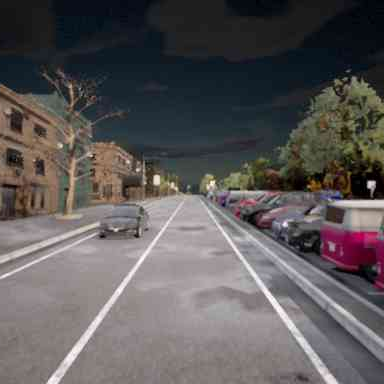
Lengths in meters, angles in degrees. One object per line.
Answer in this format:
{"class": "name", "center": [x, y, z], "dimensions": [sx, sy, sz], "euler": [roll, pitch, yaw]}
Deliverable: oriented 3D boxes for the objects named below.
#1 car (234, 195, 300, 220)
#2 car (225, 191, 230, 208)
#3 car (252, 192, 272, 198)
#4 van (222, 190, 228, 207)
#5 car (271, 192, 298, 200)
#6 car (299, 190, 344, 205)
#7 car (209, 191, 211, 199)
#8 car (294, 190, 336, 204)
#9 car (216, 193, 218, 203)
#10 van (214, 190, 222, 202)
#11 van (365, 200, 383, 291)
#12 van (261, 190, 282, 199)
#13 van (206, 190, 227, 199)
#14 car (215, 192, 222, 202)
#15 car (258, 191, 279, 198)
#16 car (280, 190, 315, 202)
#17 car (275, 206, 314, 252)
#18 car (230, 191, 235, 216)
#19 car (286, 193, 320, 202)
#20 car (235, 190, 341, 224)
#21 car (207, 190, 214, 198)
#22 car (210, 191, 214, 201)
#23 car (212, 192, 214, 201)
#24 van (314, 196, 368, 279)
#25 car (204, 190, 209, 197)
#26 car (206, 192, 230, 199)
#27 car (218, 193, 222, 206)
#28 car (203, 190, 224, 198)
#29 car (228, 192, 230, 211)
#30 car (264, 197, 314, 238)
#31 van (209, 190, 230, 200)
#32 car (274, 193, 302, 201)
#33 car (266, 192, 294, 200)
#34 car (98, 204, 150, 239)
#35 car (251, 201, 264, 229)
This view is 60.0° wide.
{"class": "car", "center": [5.662, 1.130, 25.488], "dimensions": [4.553, 1.767, 2.185], "euler": [0, 1, 0]}
{"class": "car", "center": [5.723, 1.074, 31.094], "dimensions": [4.553, 1.767, 2.185], "euler": [0, 1, 0]}
{"class": "car", "center": [18.786, 0.748, 89.930], "dimensions": [5.008, 1.535, 2.097], "euler": [0, 0, 0]}
{"class": "van", "center": [5.575, 0.946, 33.896], "dimensions": [4.442, 1.987, 1.878], "euler": [0, 1, 0]}
{"class": "car", "center": [18.759, 0.871, 67.651], "dimensions": [5.008, 1.535, 2.097], "euler": [0, 0, 0]}
{"class": "car", "center": [18.740, 0.777, 48.280], "dimensions": [5.566, 2.045, 2.435], "euler": [0, 1, 0]}
{"class": "car", "center": [5.682, 0.978, 53.517], "dimensions": [5.008, 1.535, 2.097], "euler": [0, 1, 0]}
{"class": "car", "center": [18.739, 0.751, 50.941], "dimensions": [5.566, 2.045, 2.435], "euler": [0, 1, 0]}
{"class": "car", "center": [5.661, 1.146, 39.505], "dimensions": [4.792, 1.488, 2.163], "euler": [0, 1, 0]}
{"class": "van", "center": [5.573, 0.834, 45.109], "dimensions": [4.442, 1.987, 1.878], "euler": [0, 1, 0]}
{"class": "van", "center": [5.814, 1.225, 5.865], "dimensions": [4.442, 1.987, 1.878], "euler": [0, 1, 0]}
{"class": "van", "center": [18.883, 0.570, 78.793], "dimensions": [4.442, 1.987, 1.878], "euler": [0, 0, 0]}
{"class": "van", "center": [5.569, 0.590, 75.942], "dimensions": [4.442, 1.987, 1.878], "euler": [0, 0, 0]}
{"class": "car", "center": [5.661, 1.118, 42.308], "dimensions": [4.792, 1.488, 2.163], "euler": [0, 1, 0]}
{"class": "car", "center": [18.738, 0.655, 81.575], "dimensions": [4.553, 1.767, 2.185], "euler": [0, 0, 0]}
{"class": "car", "center": [18.738, 0.678, 59.297], "dimensions": [5.566, 2.045, 2.435], "euler": [0, 0, 0]}
{"class": "car", "center": [5.690, 1.396, 11.473], "dimensions": [4.892, 1.521, 2.231], "euler": [0, 1, 0]}
{"class": "car", "center": [5.666, 1.032, 22.683], "dimensions": [5.566, 2.045, 2.435], "euler": [0, 1, 0]}
{"class": "car", "center": [18.761, 0.952, 56.512], "dimensions": [5.008, 1.535, 2.097], "euler": [0, 0, 0]}
{"class": "car", "center": [5.666, 1.060, 19.880], "dimensions": [5.566, 2.045, 2.435], "euler": [0, 1, 0]}
{"class": "car", "center": [5.681, 0.911, 61.923], "dimensions": [4.892, 1.521, 2.231], "euler": [0, 0, 0]}
{"class": "car", "center": [5.874, 1.001, 50.717], "dimensions": [5.366, 1.575, 1.946], "euler": [0, 1, 0]}
{"class": "car", "center": [5.718, 1.062, 47.914], "dimensions": [4.792, 1.488, 2.163], "euler": [0, 1, 0]}
{"class": "van", "center": [5.814, 1.197, 8.668], "dimensions": [4.442, 1.987, 1.878], "euler": [0, 1, 0]}
{"class": "car", "center": [5.714, 0.640, 64.728], "dimensions": [5.566, 2.045, 2.435], "euler": [0, 0, 0]}
{"class": "car", "center": [5.679, 0.836, 73.139], "dimensions": [4.892, 1.521, 2.231], "euler": [0, 0, 0]}
{"class": "car", "center": [5.686, 1.144, 36.701], "dimensions": [5.008, 1.535, 2.097], "euler": [0, 1, 0]}
{"class": "car", "center": [5.729, 0.498, 89.957], "dimensions": [5.566, 2.045, 2.435], "euler": [0, 0, 0]}
{"class": "car", "center": [5.661, 1.102, 28.291], "dimensions": [4.553, 1.767, 2.185], "euler": [0, 1, 0]}
{"class": "car", "center": [5.727, 1.242, 14.275], "dimensions": [4.553, 1.767, 2.185], "euler": [0, 1, 0]}
{"class": "van", "center": [5.801, 0.628, 70.335], "dimensions": [4.442, 1.987, 1.878], "euler": [0, 0, 0]}
{"class": "car", "center": [18.735, 0.920, 64.867], "dimensions": [4.792, 1.488, 2.163], "euler": [0, 0, 0]}
{"class": "car", "center": [18.579, 0.849, 70.438], "dimensions": [5.366, 1.575, 1.946], "euler": [0, 0, 0]}
{"class": "car", "center": [-3.230, 1.372, 16.568], "dimensions": [1.837, 1.490, 4.892], "euler": [0, 0, 0]}
{"class": "car", "center": [5.693, 1.379, 17.080], "dimensions": [4.674, 1.452, 2.002], "euler": [0, 1, 0]}
